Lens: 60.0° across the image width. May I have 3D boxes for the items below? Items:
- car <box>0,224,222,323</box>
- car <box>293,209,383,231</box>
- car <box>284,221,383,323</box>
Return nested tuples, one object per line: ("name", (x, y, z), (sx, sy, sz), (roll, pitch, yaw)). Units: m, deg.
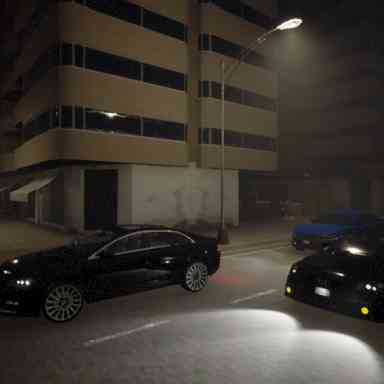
("car", (-1.548, 1.492, 7.289), (4.902, 1.511, 2.128), (0, 0, -37))
("car", (5.947, 1.478, 13.113), (5.008, 1.535, 1.882), (0, 0, -38))
("car", (3.853, 1.564, 7.043), (4.181, 1.385, 1.994), (0, 0, -38))
